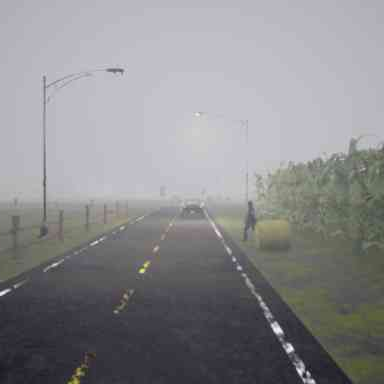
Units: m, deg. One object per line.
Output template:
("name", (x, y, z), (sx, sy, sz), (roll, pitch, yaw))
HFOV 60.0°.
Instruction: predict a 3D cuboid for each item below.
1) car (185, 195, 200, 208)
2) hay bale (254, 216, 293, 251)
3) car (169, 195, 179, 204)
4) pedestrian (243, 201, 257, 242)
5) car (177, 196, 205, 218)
("car", (0.067, 1.231, 45.121), (1.882, 1.535, 5.008), (0, 0, 0))
("hay bale", (3.126, 1.584, 12.906), (1.220, 1.180, 1.240), (0, 0, 0))
("car", (-2.766, 1.216, 56.825), (1.812, 1.442, 4.674), (0, 0, 0))
("pedestrian", (2.494, 1.224, 13.985), (0.375, 1.860, 0.375), (0, 0, -3))
("car", (0.063, 1.336, 28.486), (2.128, 1.511, 4.902), (0, 0, 0))
